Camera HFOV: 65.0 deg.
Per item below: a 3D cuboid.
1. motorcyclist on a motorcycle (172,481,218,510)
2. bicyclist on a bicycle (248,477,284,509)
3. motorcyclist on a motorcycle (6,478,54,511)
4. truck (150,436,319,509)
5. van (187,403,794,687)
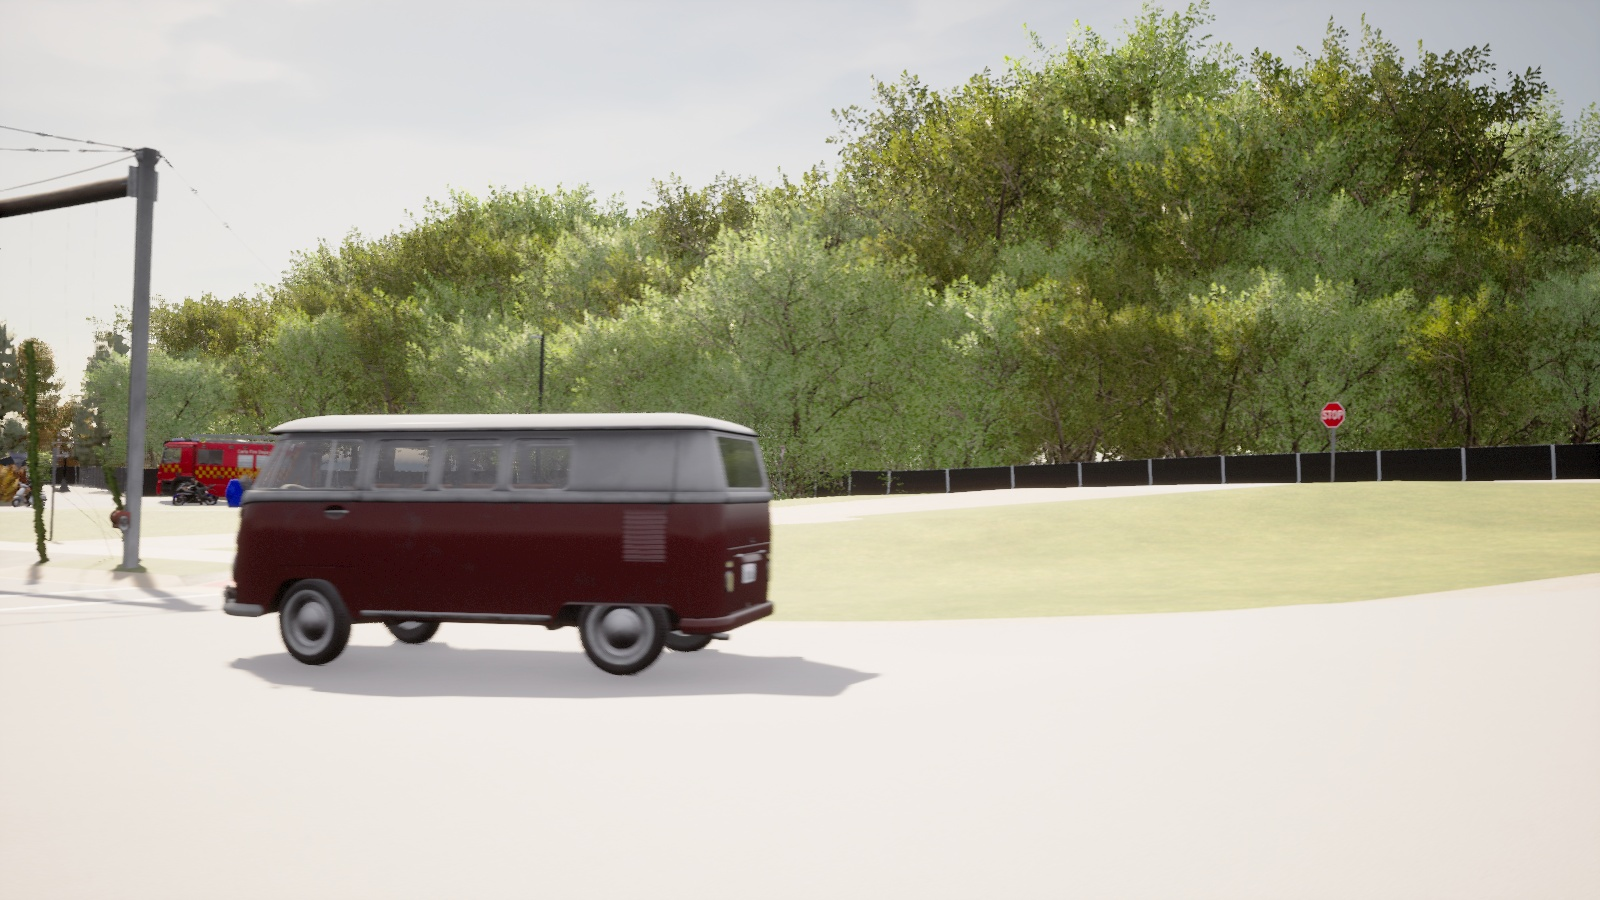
[{"bbox_3d":[-32.815,2.445,68.108,2.191,1.530,0.866,0,-1,-30],"label":"motorcyclist on a motorcycle"},{"bbox_3d":[-28.109,2.251,66.129,1.656,1.620,0.582,-1,-1,-12],"label":"bicyclist on a bicycle"},{"bbox_3d":[-37.853,2.189,61.748,0.866,1.590,1.817,0,-2,25],"label":"motorcyclist on a motorcycle"},{"bbox_3d":[-31.926,1.206,70.980,8.468,3.827,2.891,1,0,10],"label":"truck"},{"bbox_3d":[-2.420,0.710,10.188,4.442,1.987,1.775,-1,-2,13],"label":"van"}]
